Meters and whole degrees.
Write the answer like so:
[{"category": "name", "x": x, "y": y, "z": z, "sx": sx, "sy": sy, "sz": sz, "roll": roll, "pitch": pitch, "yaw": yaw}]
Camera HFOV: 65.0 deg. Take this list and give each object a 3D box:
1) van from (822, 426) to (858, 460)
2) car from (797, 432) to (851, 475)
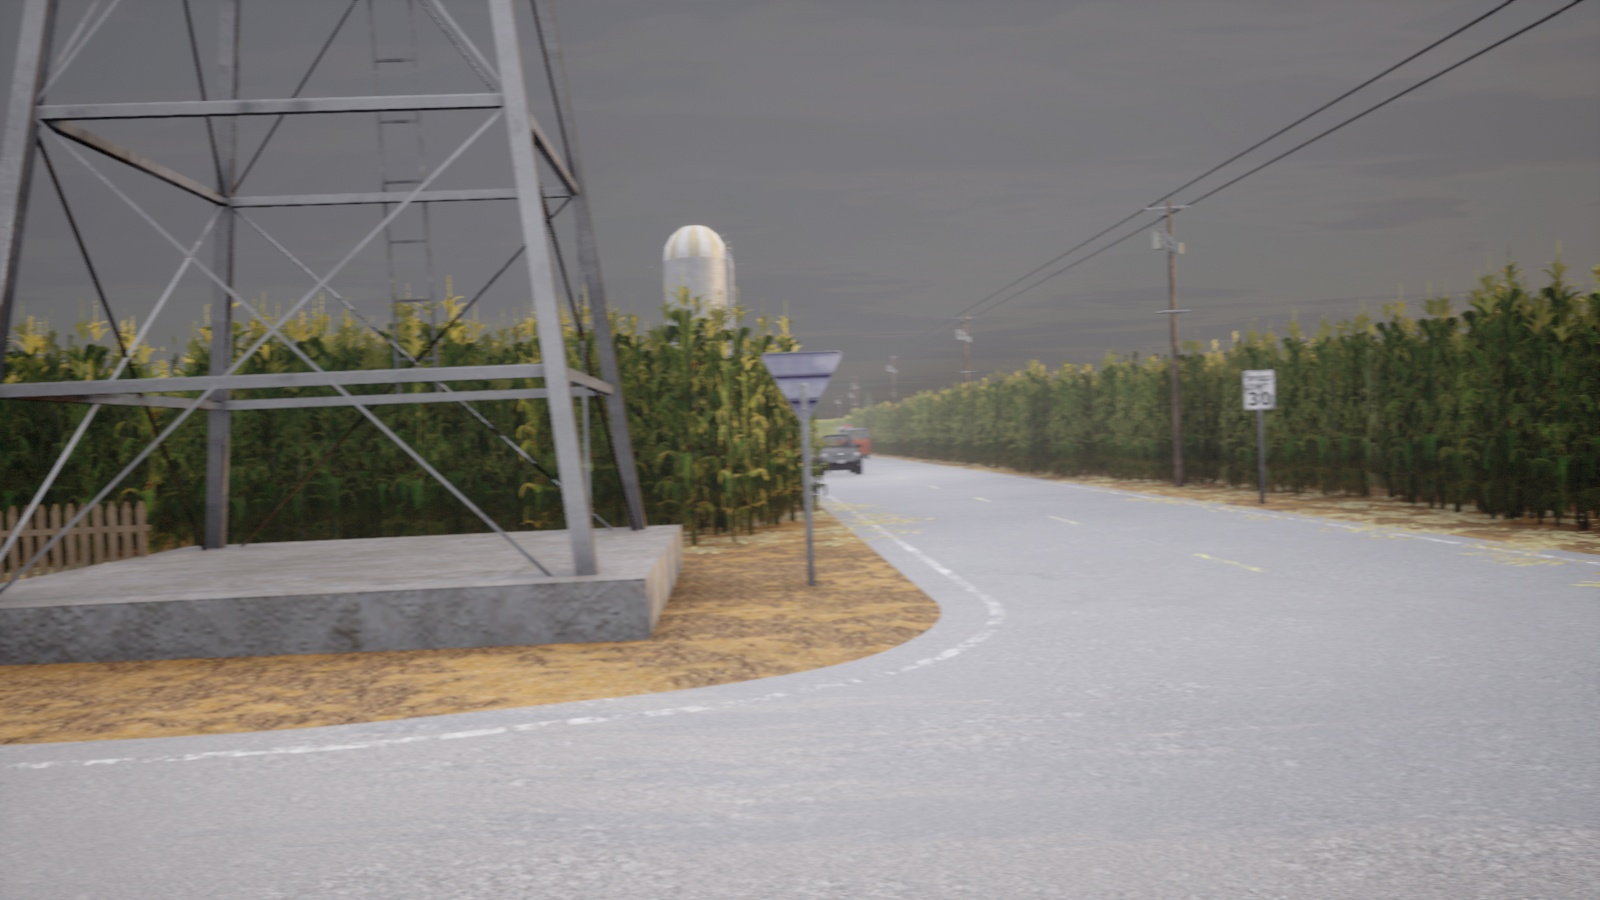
[{"category": "van", "x": 2.495, "y": -0.451, "z": 79.052, "sx": 1.775, "sy": 1.987, "sz": 4.442, "roll": -2, "pitch": 1, "yaw": -3}, {"category": "car", "x": 0.935, "y": 0.114, "z": 50.741, "sx": 1.851, "sy": 1.617, "sz": 3.988, "roll": -2, "pitch": 1, "yaw": -3}]
